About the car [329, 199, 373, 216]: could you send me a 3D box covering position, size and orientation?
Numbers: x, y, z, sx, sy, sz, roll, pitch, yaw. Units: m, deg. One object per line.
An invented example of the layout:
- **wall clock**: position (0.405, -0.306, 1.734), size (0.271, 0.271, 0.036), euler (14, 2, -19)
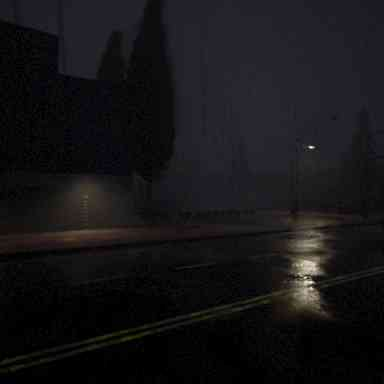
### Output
- **car**: position (18.361, 1.687, 38.530), size (2.097, 1.767, 4.553), euler (1, -1, -39)
